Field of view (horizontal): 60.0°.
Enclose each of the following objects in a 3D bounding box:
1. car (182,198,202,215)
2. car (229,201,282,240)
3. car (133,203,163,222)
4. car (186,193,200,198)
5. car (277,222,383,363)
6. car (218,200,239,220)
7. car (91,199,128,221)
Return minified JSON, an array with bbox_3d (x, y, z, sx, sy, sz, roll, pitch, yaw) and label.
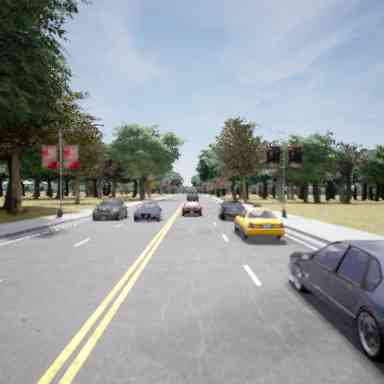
[{"bbox_3d":[-0.007,1.598,33.134,1.895,1.301,4.718,0,0,0],"label":"car"},{"bbox_3d":[3.252,1.450,16.992,1.801,1.575,5.366,0,0,0],"label":"car"},{"bbox_3d":[-3.345,1.558,26.016,1.994,1.385,4.181,0,0,0],"label":"car"},{"bbox_3d":[0.107,1.230,57.369,2.150,2.045,5.566,0,0,0],"label":"car"},{"bbox_3d":[3.252,1.545,5.802,2.033,1.411,5.357,0,0,0],"label":"car"},{"bbox_3d":[3.254,1.426,27.802,2.033,1.649,4.856,0,0,0],"label":"car"},{"bbox_3d":[-6.594,1.346,27.080,2.097,1.767,4.553,0,0,0],"label":"car"}]
